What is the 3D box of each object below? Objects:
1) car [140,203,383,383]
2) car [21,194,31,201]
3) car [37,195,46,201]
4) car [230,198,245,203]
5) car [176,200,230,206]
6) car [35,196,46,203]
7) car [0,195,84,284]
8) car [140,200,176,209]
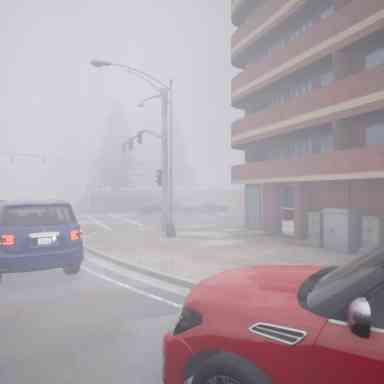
[{"bbox_3d":[2.348,1.222,2.453,5.566,2.045,2.150,0,0,36],"label":"car"},{"bbox_3d":[-40.415,1.348,81.065,2.097,1.767,4.553,0,0,-23],"label":"car"},{"bbox_3d":[-37.240,1.471,82.542,1.882,1.535,5.008,0,0,-23],"label":"car"},{"bbox_3d":[5.187,1.531,39.732,5.008,1.535,1.882,0,0,-23],"label":"car"},{"bbox_3d":[1.116,1.654,34.250,4.718,1.301,1.895,0,0,-23],"label":"car"},{"bbox_3d":[-32.736,1.534,71.929,2.033,1.411,5.357,0,0,-23],"label":"car"},{"bbox_3d":[-4.951,1.221,9.811,2.150,2.045,5.566,0,0,-36],"label":"car"},{"bbox_3d":[-3.340,1.579,36.167,4.674,1.442,1.812,0,0,-22],"label":"car"}]
